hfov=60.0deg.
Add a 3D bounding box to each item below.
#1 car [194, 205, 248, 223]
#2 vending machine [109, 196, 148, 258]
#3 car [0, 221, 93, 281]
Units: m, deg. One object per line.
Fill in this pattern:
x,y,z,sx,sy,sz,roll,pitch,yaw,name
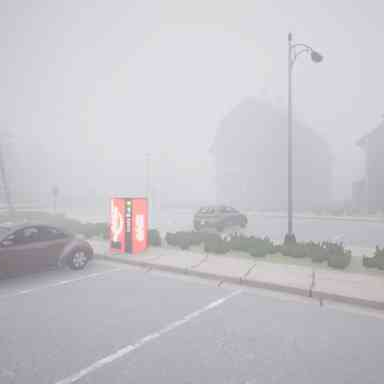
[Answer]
1.793,1.506,20.096,1.816,1.474,4.193,0,0,36,car
-2.267,1.195,11.933,0.880,2.100,1.100,0,0,35,vending machine
-4.678,1.521,8.913,1.784,1.438,3.905,0,0,36,car
